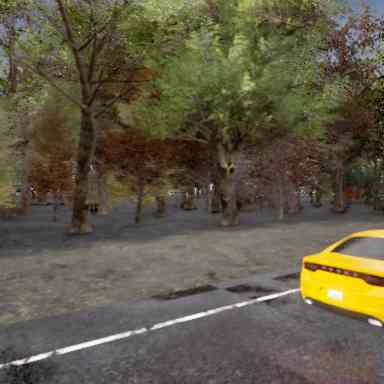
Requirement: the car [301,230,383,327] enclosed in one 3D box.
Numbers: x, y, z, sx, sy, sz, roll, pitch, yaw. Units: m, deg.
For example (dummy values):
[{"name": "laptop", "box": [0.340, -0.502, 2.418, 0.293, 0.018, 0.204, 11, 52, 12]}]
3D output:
[{"name": "car", "box": [4.344, 1.519, 6.792, 5.008, 1.535, 1.882, 0, 0, -35]}]
